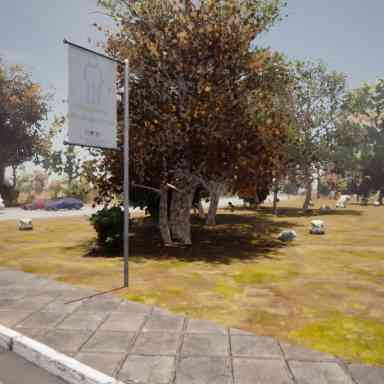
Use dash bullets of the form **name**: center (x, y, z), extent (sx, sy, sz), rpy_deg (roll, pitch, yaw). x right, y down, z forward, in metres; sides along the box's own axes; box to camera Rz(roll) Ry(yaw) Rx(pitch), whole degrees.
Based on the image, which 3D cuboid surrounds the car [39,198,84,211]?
- **car**: center (-15.397, 1.513, 40.152), extent (1.812, 1.442, 4.674), rpy_deg (0, 0, 38)

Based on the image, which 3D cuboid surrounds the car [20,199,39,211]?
- **car**: center (-18.955, 1.554, 41.292), extent (1.994, 1.385, 4.181), rpy_deg (0, 0, 39)

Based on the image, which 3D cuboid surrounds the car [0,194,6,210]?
- **car**: center (-21.415, 1.220, 32.591), extent (2.150, 2.045, 5.566), rpy_deg (0, 0, 39)
